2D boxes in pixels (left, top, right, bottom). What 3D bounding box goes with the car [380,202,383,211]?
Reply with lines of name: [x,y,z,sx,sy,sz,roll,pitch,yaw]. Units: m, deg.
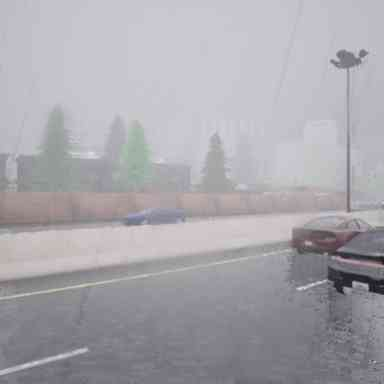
car: [33.437,2.398,55.877,4.674,1.442,1.812,1,-1,-41]

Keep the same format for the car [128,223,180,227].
car: [-2.679,1.794,24.463,5.008,1.535,1.882,1,-1,-41]

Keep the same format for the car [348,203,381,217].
car: [21.025,2.119,40.486,4.892,1.490,1.837,1,-1,-41]

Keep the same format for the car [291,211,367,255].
car: [5.943,1.676,13.194,5.008,1.535,1.882,1,-1,-41]

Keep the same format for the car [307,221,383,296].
car: [5.090,1.616,7.914,4.902,1.511,2.128,1,-1,-40]
